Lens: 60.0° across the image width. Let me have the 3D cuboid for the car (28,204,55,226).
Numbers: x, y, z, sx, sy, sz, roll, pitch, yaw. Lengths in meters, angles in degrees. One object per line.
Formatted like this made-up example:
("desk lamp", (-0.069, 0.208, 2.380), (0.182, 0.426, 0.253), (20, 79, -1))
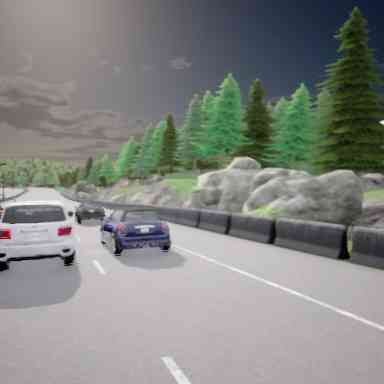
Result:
("car", (-12.146, 1.772, 27.003), (1.812, 1.442, 4.674), (-1, 0, -23))

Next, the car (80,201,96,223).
("car", (-8.590, 1.555, 27.586), (2.097, 1.767, 4.553), (-1, 0, -23))

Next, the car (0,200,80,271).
("car", (-5.373, 1.307, 11.593), (2.150, 2.045, 5.566), (-1, 0, -23))

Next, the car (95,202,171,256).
("car", (-2.528, 1.409, 13.845), (2.097, 1.767, 4.553), (-1, 0, -23))
